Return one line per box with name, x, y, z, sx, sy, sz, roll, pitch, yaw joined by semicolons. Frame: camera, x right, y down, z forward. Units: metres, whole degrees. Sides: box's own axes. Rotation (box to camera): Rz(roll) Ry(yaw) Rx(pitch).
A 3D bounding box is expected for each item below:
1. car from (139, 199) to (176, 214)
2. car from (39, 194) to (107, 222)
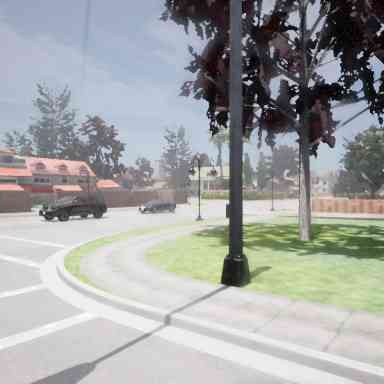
car;-3.661;1.492;35.905;2.128;1.511;4.902;0;0;34
car;-9.536;1.222;27.239;2.150;2.045;5.566;0;0;35
